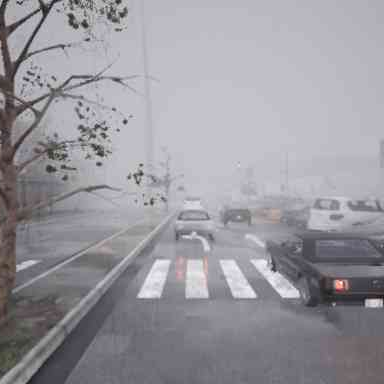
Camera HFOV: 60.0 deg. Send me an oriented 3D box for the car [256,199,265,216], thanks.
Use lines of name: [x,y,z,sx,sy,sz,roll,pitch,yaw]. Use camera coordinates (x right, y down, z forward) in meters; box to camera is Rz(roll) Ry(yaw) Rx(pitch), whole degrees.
car: [8.086,1.603,27.516,4.792,1.488,2.163,1,-1,-20]

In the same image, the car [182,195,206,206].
car: [0.082,1.353,36.072,2.150,2.045,5.566,0,0,0]

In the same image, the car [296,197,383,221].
car: [8.094,1.264,15.590,5.566,2.045,2.435,1,0,-20]

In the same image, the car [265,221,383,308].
car: [3.097,1.604,7.870,1.895,1.301,4.718,0,0,0]

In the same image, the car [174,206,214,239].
car: [0.093,1.631,17.475,1.895,1.301,4.718,0,0,0]

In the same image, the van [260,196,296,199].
van: [7.953,1.363,30.444,4.442,1.987,1.878,1,0,-20]

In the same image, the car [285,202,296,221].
car: [8.069,1.527,18.554,5.008,1.535,2.097,1,0,-20]

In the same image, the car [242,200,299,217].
car: [7.886,1.602,33.402,5.366,1.575,1.946,1,0,-20]

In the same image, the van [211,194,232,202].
van: [7.934,1.618,85.712,4.442,1.987,1.878,1,-2,-20]

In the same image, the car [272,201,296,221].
car: [8.056,1.542,21.539,4.892,1.521,2.231,1,-1,-20]

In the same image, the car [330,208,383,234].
car: [8.075,1.508,12.588,4.892,1.521,2.231,1,0,-20]

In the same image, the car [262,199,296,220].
car: [8.235,1.556,24.587,5.366,1.575,1.946,1,-1,-20]

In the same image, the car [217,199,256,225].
car: [3.092,1.542,24.456,1.882,1.535,5.008,0,0,0]
